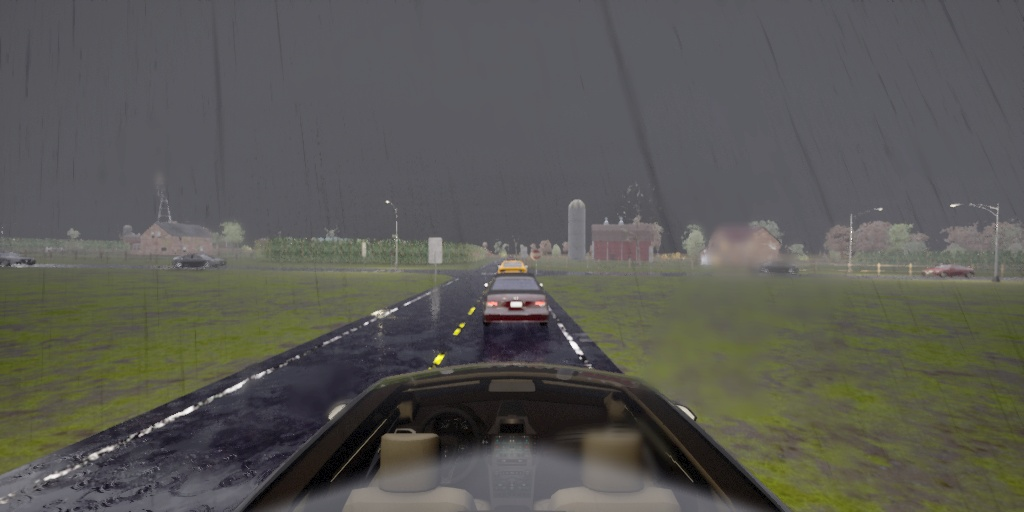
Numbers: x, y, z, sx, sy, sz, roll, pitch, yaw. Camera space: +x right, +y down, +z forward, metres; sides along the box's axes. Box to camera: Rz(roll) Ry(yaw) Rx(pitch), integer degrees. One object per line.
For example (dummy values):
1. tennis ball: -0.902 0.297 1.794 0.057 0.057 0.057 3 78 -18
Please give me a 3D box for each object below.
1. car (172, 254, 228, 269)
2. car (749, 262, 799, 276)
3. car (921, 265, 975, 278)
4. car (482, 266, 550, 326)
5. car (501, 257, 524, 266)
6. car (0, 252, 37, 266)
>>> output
1. car: -32.033 0.556 36.872 4.892 1.490 1.837 1 1 0
2. car: 29.370 1.385 40.226 4.892 1.490 1.837 1 1 0
3. car: 48.993 1.681 40.267 4.674 1.442 1.812 1 1 0
4. car: 0.073 1.221 11.345 2.033 1.411 5.357 0 0 -1
5. car: 0.066 1.055 24.248 1.882 1.535 5.008 0 0 1
6. car: -51.914 0.319 36.829 4.181 1.385 1.994 1 1 0
